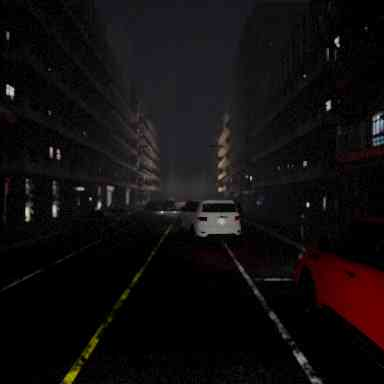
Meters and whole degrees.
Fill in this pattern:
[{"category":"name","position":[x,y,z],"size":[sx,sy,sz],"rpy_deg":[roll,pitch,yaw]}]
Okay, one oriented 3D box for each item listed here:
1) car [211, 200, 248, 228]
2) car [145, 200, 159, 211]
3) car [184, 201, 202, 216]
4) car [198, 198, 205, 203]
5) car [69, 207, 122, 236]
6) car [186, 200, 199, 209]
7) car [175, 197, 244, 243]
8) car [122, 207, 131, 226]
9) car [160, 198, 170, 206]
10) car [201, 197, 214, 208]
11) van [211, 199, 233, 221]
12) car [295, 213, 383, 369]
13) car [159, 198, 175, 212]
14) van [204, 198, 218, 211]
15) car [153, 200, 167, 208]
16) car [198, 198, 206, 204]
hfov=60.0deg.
[{"category":"car","position":[2.688,1.532,25.086],"size":[2.192,1.841,5.009],"rpy_deg":[0,-1,0]},{"category":"car","position":[-5.698,1.962,47.808],"size":[1.887,1.381,4.507],"rpy_deg":[0,-1,0]},{"category":"car","position":[0.089,1.810,38.223],"size":[1.882,1.535,5.008],"rpy_deg":[0,0,0]},{"category":"car","position":[2.672,2.383,93.270],"size":[2.008,1.369,4.403],"rpy_deg":[0,-1,0]},{"category":"car","position":[-5.691,1.712,19.397],"size":[1.887,1.381,4.507],"rpy_deg":[0,0,0]},{"category":"car","position":[0.085,2.039,56.103],"size":[2.033,1.411,5.357],"rpy_deg":[0,-1,0]},{"category":"car","position":[0.762,1.369,17.175],"size":[2.150,2.045,5.566],"rpy_deg":[0,-1,-12]},{"category":"car","position":[-5.693,1.799,25.079],"size":[1.802,1.307,4.206],"rpy_deg":[0,0,0]},{"category":"car","position":[-5.703,2.062,70.537],"size":[1.967,1.590,4.097],"rpy_deg":[0,-1,0]},{"category":"car","position":[2.680,1.834,59.179],"size":[2.192,1.841,5.009],"rpy_deg":[0,-1,0]},{"category":"van","position":[2.687,1.608,30.768],"size":[1.690,1.788,3.998],"rpy_deg":[0,-1,0]},{"category":"car","position":[3.107,1.266,4.260],"size":[2.150,2.045,5.566],"rpy_deg":[0,0,0]},{"category":"car","position":[-3.099,1.904,45.856],"size":[1.837,1.490,4.892],"rpy_deg":[0,0,0]},{"category":"van","position":[2.683,1.759,47.814],"size":[1.690,1.788,3.998],"rpy_deg":[0,-1,0]},{"category":"car","position":[-5.701,2.070,59.173],"size":[2.008,1.369,4.403],"rpy_deg":[0,-1,0]},{"category":"car","position":[2.674,2.330,87.587],"size":[2.008,1.369,4.403],"rpy_deg":[0,-1,0]}]
